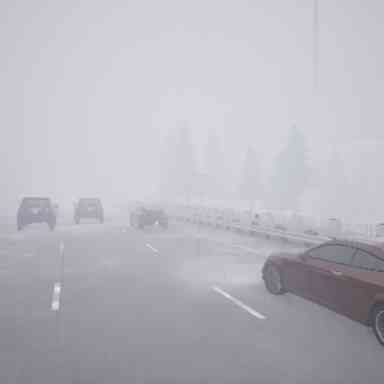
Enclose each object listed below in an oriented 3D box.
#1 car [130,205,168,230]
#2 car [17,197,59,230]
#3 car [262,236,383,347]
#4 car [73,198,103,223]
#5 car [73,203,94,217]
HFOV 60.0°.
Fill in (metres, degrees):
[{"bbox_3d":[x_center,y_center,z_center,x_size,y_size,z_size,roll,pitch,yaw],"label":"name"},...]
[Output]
[{"bbox_3d":[-3.051,1.679,22.801,1.837,1.490,4.892,0,-1,-20],"label":"car"},{"bbox_3d":[-10.580,1.425,22.951,2.150,2.045,5.566,0,-2,-20],"label":"car"},{"bbox_3d":[3.155,1.537,6.139,1.812,1.442,4.674,0,0,-21],"label":"car"},{"bbox_3d":[-8.851,1.503,28.328,2.150,2.045,5.566,0,-1,-21],"label":"car"},{"bbox_3d":[-12.620,1.985,38.424,2.033,1.411,5.357,0,-1,-20],"label":"car"}]
